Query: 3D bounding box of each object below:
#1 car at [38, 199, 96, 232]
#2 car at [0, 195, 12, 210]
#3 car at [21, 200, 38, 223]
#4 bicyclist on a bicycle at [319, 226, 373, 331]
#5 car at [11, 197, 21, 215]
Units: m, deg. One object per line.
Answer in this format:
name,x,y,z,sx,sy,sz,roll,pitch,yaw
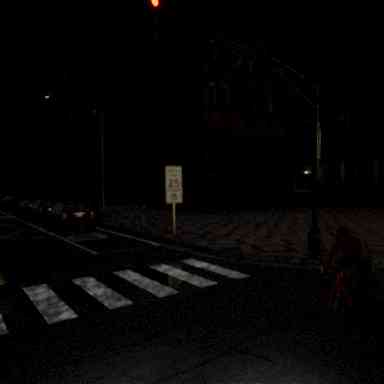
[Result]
car,-6.860,1.213,18.414,1.967,1.590,4.097,-2,1,-36
car,-19.623,1.162,35.964,1.887,1.381,4.507,-2,1,-36
car,-10.051,1.174,22.801,1.967,1.590,4.097,-2,1,-36
bicyclist on a bicycle,2.596,1.378,5.527,1.656,1.620,0.582,-1,1,-36
car,-13.240,1.276,27.191,1.802,1.307,4.206,-2,1,-36
